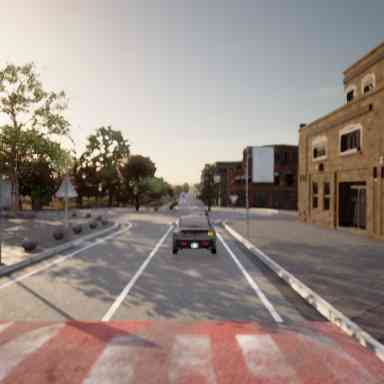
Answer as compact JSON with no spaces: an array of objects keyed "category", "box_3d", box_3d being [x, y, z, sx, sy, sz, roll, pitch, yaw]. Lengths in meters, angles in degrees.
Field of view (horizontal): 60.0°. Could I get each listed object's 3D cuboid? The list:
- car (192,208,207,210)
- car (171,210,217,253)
[{"category":"car","box_3d":[0.699,2.172,31.301,2.033,1.411,5.357,0,-1,5]},{"category":"car","box_3d":[0.102,1.826,15.177,1.837,1.490,4.892,0,-1,0]}]
